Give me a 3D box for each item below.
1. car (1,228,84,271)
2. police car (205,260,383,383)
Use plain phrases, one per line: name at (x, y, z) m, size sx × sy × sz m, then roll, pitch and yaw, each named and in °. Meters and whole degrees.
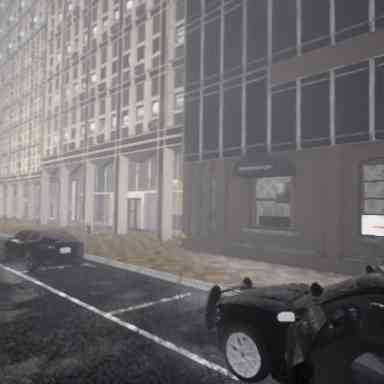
car at (-5.615, 1.986, 12.402) m, size 1.947 × 1.339 × 4.313 m, roll 3°, pitch -3°, yaw -45°
police car at (2.361, 1.633, 3.873) m, size 1.930 × 1.638 × 5.238 m, roll 3°, pitch -3°, yaw -45°
